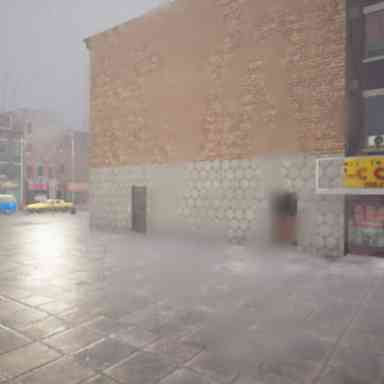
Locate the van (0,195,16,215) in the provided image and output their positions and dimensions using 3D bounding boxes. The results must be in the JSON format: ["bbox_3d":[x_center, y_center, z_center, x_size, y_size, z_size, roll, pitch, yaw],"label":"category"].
[{"bbox_3d":[-17.315,1.154,28.616,1.690,1.788,3.998,1,0,35],"label":"van"}]

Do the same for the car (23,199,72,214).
[{"bbox_3d":[-14.170,1.334,33.057,1.752,1.417,4.829,1,0,35],"label":"car"}]
